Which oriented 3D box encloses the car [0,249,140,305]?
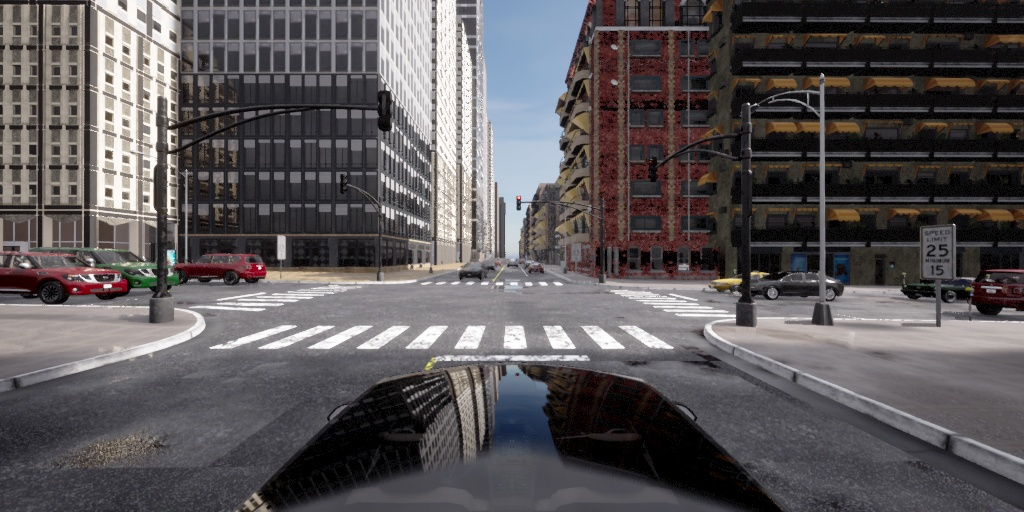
[{"bbox_3d":[-17.567,0.757,13.307,5.009,1.841,2.192,0,0,0],"label":"car"}]

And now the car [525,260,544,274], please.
[{"bbox_3d":[2.769,1.341,41.651,1.802,1.307,4.207,0,0,0],"label":"car"}]

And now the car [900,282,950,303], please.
[{"bbox_3d":[24.217,1.827,19.432,4.718,1.301,1.895,1,0,-1],"label":"car"}]

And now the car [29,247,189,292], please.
[{"bbox_3d":[-18.240,0.658,15.895,5.566,2.045,2.150,1,0,0],"label":"car"}]

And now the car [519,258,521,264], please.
[{"bbox_3d":[2.732,1.321,60.217,2.007,1.370,4.403,0,0,0],"label":"car"}]

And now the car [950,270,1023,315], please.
[{"bbox_3d":[20.607,1.461,13.646,5.009,1.841,2.192,0,0,0],"label":"car"}]

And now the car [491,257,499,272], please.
[{"bbox_3d":[-3.066,1.267,46.389,1.837,1.490,4.892,0,0,0],"label":"car"}]

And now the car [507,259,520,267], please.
[{"bbox_3d":[0.139,1.338,65.052,1.994,1.385,4.181,0,0,1],"label":"car"}]

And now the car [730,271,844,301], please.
[{"bbox_3d":[14.926,1.562,19.328,4.892,1.490,1.837,1,0,2],"label":"car"}]

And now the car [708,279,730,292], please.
[{"bbox_3d":[14.645,1.587,21.946,4.829,1.417,1.751,0,0,0],"label":"car"}]

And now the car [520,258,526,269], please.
[{"bbox_3d":[2.728,1.317,54.569,2.007,1.370,4.403,0,0,0],"label":"car"}]

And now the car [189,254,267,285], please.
[{"bbox_3d":[-17.696,0.776,21.686,5.009,1.841,2.192,0,0,0],"label":"car"}]

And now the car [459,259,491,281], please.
[{"bbox_3d":[-3.221,1.232,30.723,1.882,1.535,5.008,0,0,3],"label":"car"}]
